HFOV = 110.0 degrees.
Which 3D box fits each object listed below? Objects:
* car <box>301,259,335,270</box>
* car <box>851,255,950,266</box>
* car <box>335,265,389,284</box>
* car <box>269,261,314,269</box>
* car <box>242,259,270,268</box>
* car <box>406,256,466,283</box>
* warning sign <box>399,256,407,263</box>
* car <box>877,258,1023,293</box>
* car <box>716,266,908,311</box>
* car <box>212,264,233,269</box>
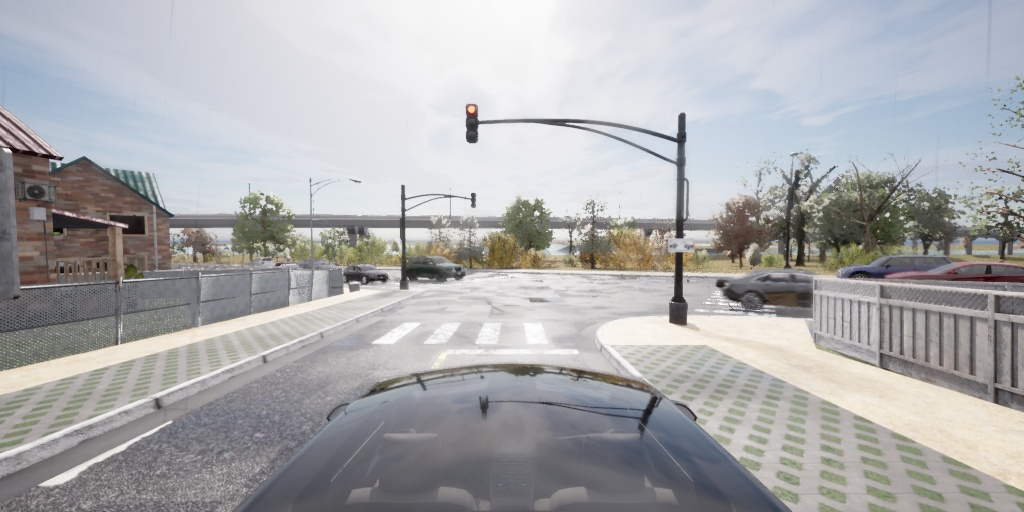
[{"bbox_3d":[-20.995,1.427,40.011,4.902,1.511,2.128,0,2,36],"label":"car"},{"bbox_3d":[19.829,0.754,18.580,4.553,1.767,2.097,0,2,36],"label":"car"},{"bbox_3d":[-12.201,1.464,29.594,4.892,1.490,1.837,0,2,36],"label":"car"},{"bbox_3d":[-23.115,1.576,37.538,4.674,1.442,1.812,0,2,36],"label":"car"},{"bbox_3d":[-37.882,1.602,52.417,4.892,1.490,1.837,-1,1,36],"label":"car"},{"bbox_3d":[-6.317,1.037,29.318,5.566,2.045,2.150,0,2,36],"label":"car"},{"bbox_3d":[-14.238,0.716,46.795,1.060,1.860,1.300,0,0,36],"label":"warning sign"},{"bbox_3d":[19.184,0.980,15.037,5.008,1.535,1.882,0,2,36],"label":"car"},{"bbox_3d":[10.494,1.262,13.088,4.902,1.511,2.128,0,2,36],"label":"car"},{"bbox_3d":[-39.825,1.794,49.818,4.718,1.301,1.895,-1,2,36],"label":"car"}]
